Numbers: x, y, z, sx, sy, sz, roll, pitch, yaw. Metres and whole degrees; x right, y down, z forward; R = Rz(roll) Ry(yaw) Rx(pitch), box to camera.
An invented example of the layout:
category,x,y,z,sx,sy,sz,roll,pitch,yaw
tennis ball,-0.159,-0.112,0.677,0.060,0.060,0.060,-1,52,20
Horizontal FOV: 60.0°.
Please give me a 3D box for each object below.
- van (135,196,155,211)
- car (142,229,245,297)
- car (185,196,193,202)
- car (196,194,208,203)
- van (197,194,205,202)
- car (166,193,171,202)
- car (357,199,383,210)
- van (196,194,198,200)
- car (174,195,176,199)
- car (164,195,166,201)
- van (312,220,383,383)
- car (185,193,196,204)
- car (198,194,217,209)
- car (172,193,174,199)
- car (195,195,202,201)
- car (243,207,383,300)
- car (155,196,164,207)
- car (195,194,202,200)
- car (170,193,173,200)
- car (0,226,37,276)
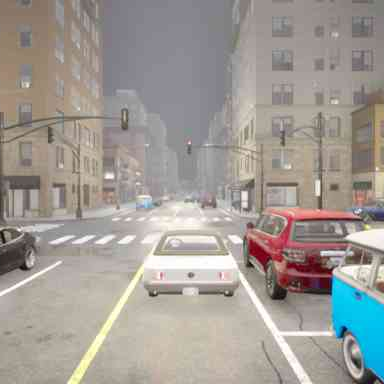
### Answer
category,x,y,z,sx,sy,sz,roll,pitch,yaw
van,-5.777,1.336,40.197,1.690,1.788,3.998,0,0,-1
car,-0.020,1.601,8.528,1.895,1.301,4.718,0,0,0
car,-0.702,1.583,75.480,1.895,1.301,4.718,0,0,-1
car,2.060,1.305,67.305,2.192,1.841,5.009,0,0,-1
van,2.004,1.329,72.711,1.690,1.788,3.998,0,0,-1
car,-6.073,1.514,72.464,1.752,1.417,4.829,0,0,-1
car,13.083,1.286,23.282,4.553,1.767,2.097,0,0,-1
van,2.116,1.332,61.898,1.690,1.788,3.998,0,0,-1
car,-6.224,1.299,88.851,2.192,1.841,5.009,0,0,-1
car,-5.926,1.537,56.415,1.887,1.381,4.507,0,0,-1
van,2.622,1.341,2.799,1.690,1.788,3.998,0,0,-1
car,-0.491,1.481,64.102,2.128,1.511,4.902,0,0,-1
car,2.285,1.309,45.681,2.192,1.841,5.009,0,0,-1
car,-6.174,1.551,83.445,1.947,1.339,4.313,0,0,-1
car,1.834,1.510,89.098,1.752,1.417,4.829,0,0,-1
car,2.570,1.315,8.311,2.192,1.841,5.009,0,0,-1
car,-5.876,1.559,51.009,1.947,1.339,4.313,0,0,-1
car,1.780,1.423,94.334,1.967,1.590,4.097,0,0,-1
car,-6.124,1.538,78.039,2.008,1.369,4.403,0,0,-1
car,-5.454,1.566,8.234,1.947,1.339,4.313,0,0,-1
